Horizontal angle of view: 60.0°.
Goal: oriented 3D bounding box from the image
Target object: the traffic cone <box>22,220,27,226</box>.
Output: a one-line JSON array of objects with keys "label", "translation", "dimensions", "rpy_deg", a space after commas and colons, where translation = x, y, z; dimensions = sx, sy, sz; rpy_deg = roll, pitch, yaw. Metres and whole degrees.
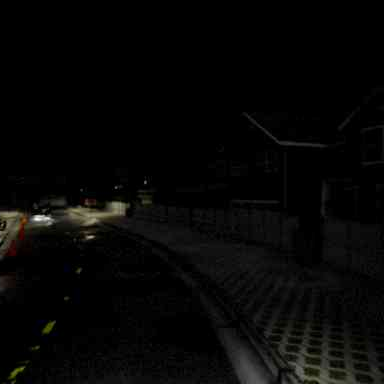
[{"label": "traffic cone", "translation": [-10.929, 2.263, 21.574], "dimensions": [0.340, 0.580, 0.340], "rpy_deg": [0, -1, -26]}]

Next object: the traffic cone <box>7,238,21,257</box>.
[{"label": "traffic cone", "translation": [-6.854, 2.140, 12.722], "dimensions": [0.340, 0.580, 0.340], "rpy_deg": [0, -1, -20]}]

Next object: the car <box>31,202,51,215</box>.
[{"label": "car", "translation": [-18.868, 2.057, 41.531], "dimensions": [2.128, 1.511, 4.902], "rpy_deg": [0, -1, -32]}]

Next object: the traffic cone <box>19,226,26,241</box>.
[{"label": "traffic cone", "translation": [-8.742, 2.200, 17.078], "dimensions": [0.340, 0.580, 0.340], "rpy_deg": [0, -1, -26]}]

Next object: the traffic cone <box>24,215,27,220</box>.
[{"label": "traffic cone", "translation": [-13.117, 2.326, 26.069], "dimensions": [0.340, 0.580, 0.340], "rpy_deg": [0, -1, -26]}]
